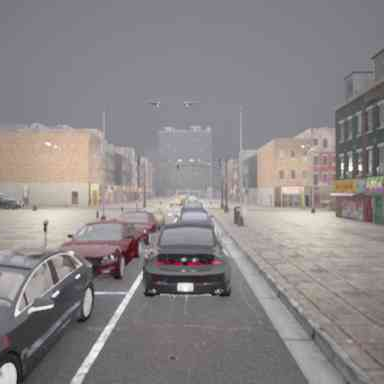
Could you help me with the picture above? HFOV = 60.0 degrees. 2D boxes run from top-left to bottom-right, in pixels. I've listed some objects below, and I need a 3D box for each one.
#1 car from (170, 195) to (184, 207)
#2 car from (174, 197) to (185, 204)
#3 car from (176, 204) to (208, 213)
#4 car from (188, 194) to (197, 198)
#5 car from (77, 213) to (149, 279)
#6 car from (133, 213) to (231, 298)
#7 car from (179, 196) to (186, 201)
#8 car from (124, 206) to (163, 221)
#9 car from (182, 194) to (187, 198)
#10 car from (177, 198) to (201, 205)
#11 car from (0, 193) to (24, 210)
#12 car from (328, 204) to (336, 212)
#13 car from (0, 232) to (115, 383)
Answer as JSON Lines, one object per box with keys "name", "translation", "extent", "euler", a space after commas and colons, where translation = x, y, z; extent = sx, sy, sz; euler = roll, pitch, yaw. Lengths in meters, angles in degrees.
{"name": "car", "translation": [-2.557, 1.612, 52.814], "extent": [1.752, 1.417, 4.829], "euler": [0, 0, 0]}
{"name": "car", "translation": [-2.534, 1.690, 69.315], "extent": [2.008, 1.369, 4.403], "euler": [0, 0, 0]}
{"name": "car", "translation": [0.116, 1.537, 16.134], "extent": [1.812, 1.442, 4.674], "euler": [0, 0, 0]}
{"name": "car", "translation": [0.122, 1.409, 83.093], "extent": [2.150, 2.045, 5.566], "euler": [0, 0, 0]}
{"name": "car", "translation": [-2.618, 1.550, 10.038], "extent": [1.887, 1.381, 4.507], "euler": [0, 0, 0]}
{"name": "car", "translation": [-0.065, 1.509, 8.555], "extent": [1.837, 1.490, 4.892], "euler": [0, 0, 1]}
{"name": "car", "translation": [-2.502, 1.768, 91.091], "extent": [1.887, 1.381, 4.507], "euler": [0, 0, 0]}
{"name": "car", "translation": [-2.611, 1.555, 15.532], "extent": [1.887, 1.381, 4.507], "euler": [0, 0, 0]}
{"name": "car", "translation": [-2.548, 1.419, 58.427], "extent": [2.192, 1.841, 5.009], "euler": [0, 0, 0]}
{"name": "car", "translation": [0.061, 1.504, 26.402], "extent": [1.882, 1.535, 5.008], "euler": [0, 0, 0]}
{"name": "car", "translation": [-22.290, 1.111, 38.103], "extent": [5.566, 2.045, 2.150], "euler": [0, 0, 0]}
{"name": "car", "translation": [19.399, 1.817, 41.206], "extent": [4.892, 1.490, 1.837], "euler": [1, 0, 0]}
{"name": "car", "translation": [-2.626, 1.552, 4.544], "extent": [2.008, 1.369, 4.403], "euler": [0, 0, 0]}
